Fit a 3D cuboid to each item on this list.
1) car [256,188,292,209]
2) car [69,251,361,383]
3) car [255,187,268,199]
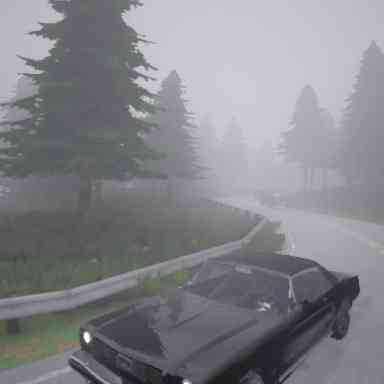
[{"bbox_3d":[7.783,0.680,31.084,1.812,1.442,4.674,2,3,-5],"label":"car"},{"bbox_3d":[0.807,1.643,4.736,1.895,1.301,4.718,0,0,40],"label":"car"},{"bbox_3d":[9.429,0.131,43.352,1.837,1.490,4.892,1,3,20],"label":"car"}]
